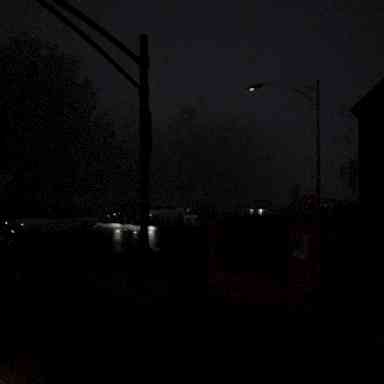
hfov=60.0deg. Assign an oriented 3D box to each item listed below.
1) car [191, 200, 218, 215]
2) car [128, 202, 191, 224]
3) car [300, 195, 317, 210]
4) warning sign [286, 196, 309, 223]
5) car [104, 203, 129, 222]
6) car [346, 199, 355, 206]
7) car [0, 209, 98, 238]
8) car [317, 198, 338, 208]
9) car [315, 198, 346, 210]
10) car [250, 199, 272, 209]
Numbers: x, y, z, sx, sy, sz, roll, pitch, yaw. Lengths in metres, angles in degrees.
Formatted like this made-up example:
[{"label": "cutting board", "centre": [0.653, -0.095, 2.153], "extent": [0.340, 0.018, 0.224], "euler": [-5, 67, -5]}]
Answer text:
[{"label": "car", "centre": [1.019, 1.661, 36.463], "extent": [2.128, 1.511, 4.902], "euler": [0, 0, 36]}, {"label": "car", "centre": [-2.427, 1.649, 26.028], "extent": [1.812, 1.442, 4.674], "euler": [0, 0, 36]}, {"label": "car", "centre": [16.271, 1.414, 46.363], "extent": [2.150, 2.045, 5.566], "euler": [0, 0, 35]}, {"label": "warning sign", "centre": [7.509, 1.214, 23.691], "extent": [1.300, 1.860, 1.060], "euler": [0, 0, 35]}, {"label": "car", "centre": [-5.099, 1.641, 27.877], "extent": [1.837, 1.490, 4.892], "euler": [0, 0, 36]}, {"label": "car", "centre": [24.133, 1.806, 51.809], "extent": [1.895, 1.301, 4.718], "euler": [0, 0, 35]}, {"label": "car", "centre": [-7.734, 1.694, 18.557], "extent": [1.895, 1.301, 4.718], "euler": [0, 0, 35]}, {"label": "car", "centre": [22.446, 1.769, 55.040], "extent": [2.033, 1.411, 5.357], "euler": [0, 0, 35]}, {"label": "car", "centre": [18.094, 1.723, 43.322], "extent": [2.033, 1.411, 5.357], "euler": [0, 0, 36]}, {"label": "car", "centre": [10.278, 1.749, 49.322], "extent": [1.812, 1.442, 4.674], "euler": [0, 0, 35]}]
